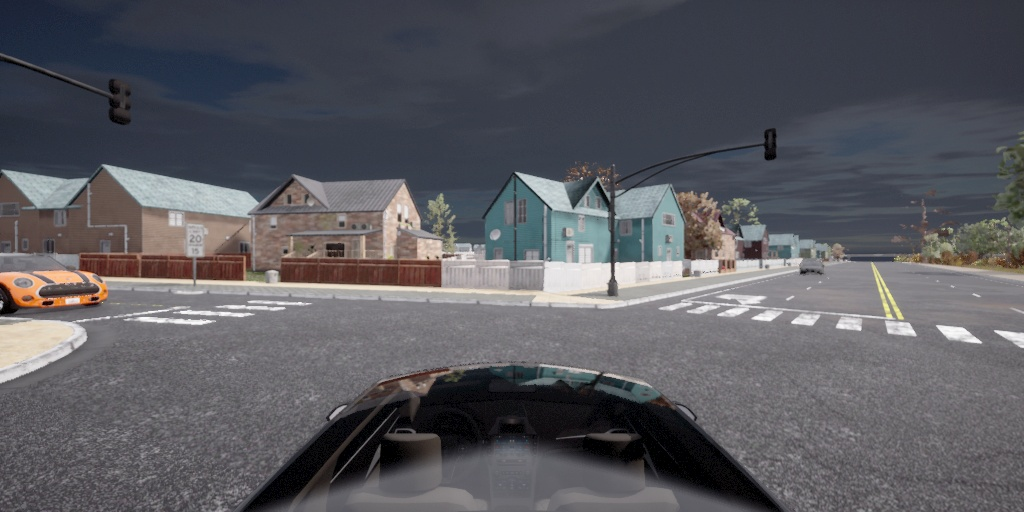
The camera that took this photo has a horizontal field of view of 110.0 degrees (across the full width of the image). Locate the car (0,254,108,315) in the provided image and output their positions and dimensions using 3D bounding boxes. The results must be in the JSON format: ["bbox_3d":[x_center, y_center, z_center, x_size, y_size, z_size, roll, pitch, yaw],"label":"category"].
[{"bbox_3d":[-15.311,0.720,11.072,4.553,1.767,2.097,1,0,10],"label":"car"}]

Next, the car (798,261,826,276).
[{"bbox_3d":[31.941,1.274,38.099,1.837,1.490,4.892,0,0,45],"label":"car"}]
